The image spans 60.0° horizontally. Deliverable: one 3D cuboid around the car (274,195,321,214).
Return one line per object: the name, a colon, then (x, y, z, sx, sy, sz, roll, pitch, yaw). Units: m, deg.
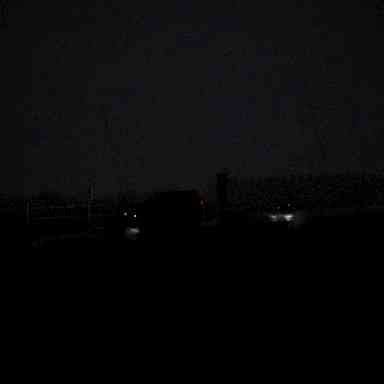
car: (9.327, 1.067, 29.414, 4.892, 1.490, 1.837, -1, 0, -33)

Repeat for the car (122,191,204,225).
car: (-1.816, 0.956, 22.056, 5.566, 2.045, 2.150, -1, 0, -34)

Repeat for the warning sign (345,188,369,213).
warning sign: (12.469, 0.626, 25.155, 1.060, 1.860, 1.300, 0, -1, -33)
